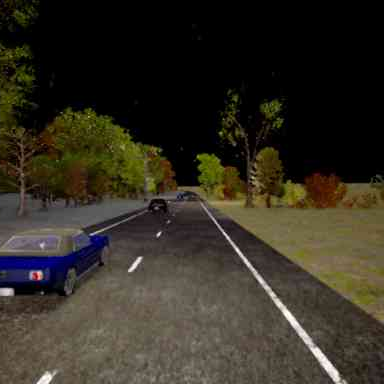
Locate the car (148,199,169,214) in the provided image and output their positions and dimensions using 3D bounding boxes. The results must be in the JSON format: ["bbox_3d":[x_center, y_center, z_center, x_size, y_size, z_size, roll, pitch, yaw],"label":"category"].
[{"bbox_3d":[-3.500,1.448,35.457,1.882,1.535,5.008,0,0,0],"label":"car"}]

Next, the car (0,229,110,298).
[{"bbox_3d":[-3.500,1.596,8.483,1.895,1.301,4.718,0,0,0],"label":"car"}]
